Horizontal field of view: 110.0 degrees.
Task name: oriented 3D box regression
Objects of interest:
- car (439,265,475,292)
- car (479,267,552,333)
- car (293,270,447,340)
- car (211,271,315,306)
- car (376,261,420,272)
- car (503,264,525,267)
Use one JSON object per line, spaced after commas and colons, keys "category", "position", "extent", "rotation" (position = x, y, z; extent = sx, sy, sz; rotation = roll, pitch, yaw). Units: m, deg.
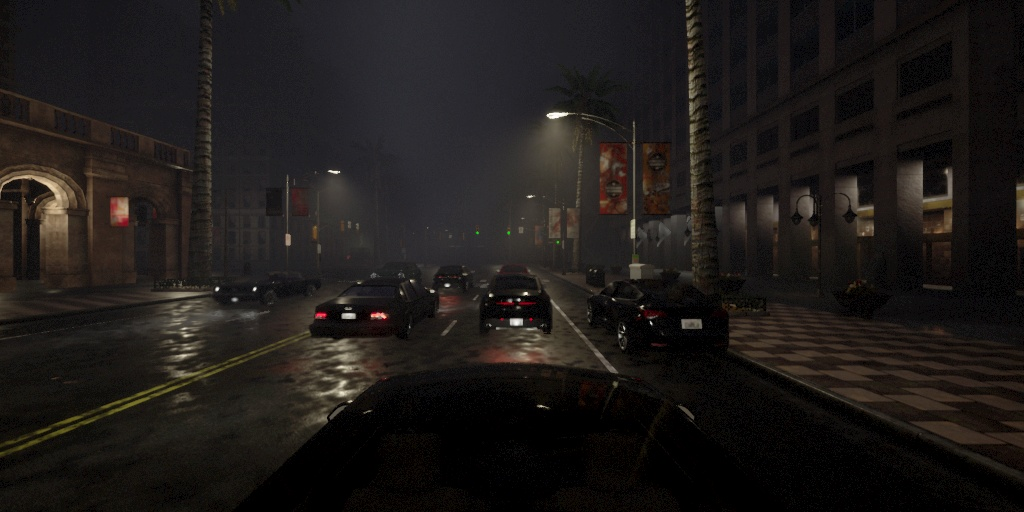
{"category": "car", "position": [-3.386, 1.263, 21.202], "extent": [1.837, 1.490, 4.892], "rotation": [0, 0, 0]}
{"category": "car", "position": [0.091, 1.258, 10.669], "extent": [1.837, 1.490, 4.892], "rotation": [0, 0, 0]}
{"category": "car", "position": [-3.395, 1.300, 9.989], "extent": [2.033, 1.411, 5.357], "rotation": [0, 0, 0]}
{"category": "car", "position": [-10.556, 1.356, 15.866], "extent": [1.895, 1.301, 4.718], "rotation": [0, 0, 0]}
{"category": "car", "position": [-6.998, 1.107, 21.989], "extent": [2.097, 1.767, 4.553], "rotation": [0, 0, 0]}
{"category": "car", "position": [0.109, 1.234, 21.558], "extent": [1.882, 1.535, 5.008], "rotation": [0, 0, 0]}
